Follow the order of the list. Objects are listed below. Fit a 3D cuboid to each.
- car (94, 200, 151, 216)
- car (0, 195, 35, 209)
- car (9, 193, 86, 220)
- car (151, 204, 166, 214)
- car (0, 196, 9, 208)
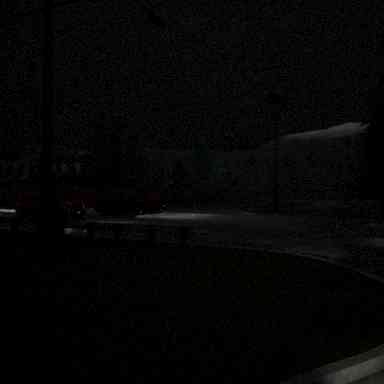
[{"bbox_3d":[-6.553,1.461,30.543,4.718,1.301,1.895,0,0,24],"label":"car"},{"bbox_3d":[-22.369,1.222,41.691,4.902,1.511,2.128,0,0,22],"label":"car"},{"bbox_3d":[-10.504,1.078,24.647,5.566,2.045,2.150,0,0,24],"label":"car"},{"bbox_3d":[-5.038,1.459,33.700,4.718,1.301,1.895,0,0,24],"label":"car"},{"bbox_3d":[-24.157,1.222,38.491,4.902,1.511,2.128,0,0,24],"label":"car"}]
